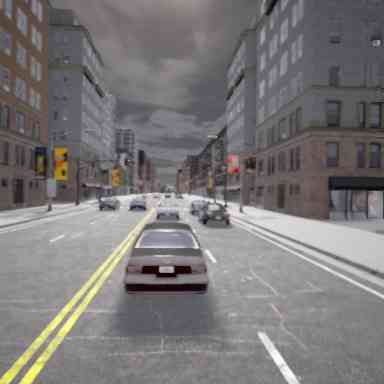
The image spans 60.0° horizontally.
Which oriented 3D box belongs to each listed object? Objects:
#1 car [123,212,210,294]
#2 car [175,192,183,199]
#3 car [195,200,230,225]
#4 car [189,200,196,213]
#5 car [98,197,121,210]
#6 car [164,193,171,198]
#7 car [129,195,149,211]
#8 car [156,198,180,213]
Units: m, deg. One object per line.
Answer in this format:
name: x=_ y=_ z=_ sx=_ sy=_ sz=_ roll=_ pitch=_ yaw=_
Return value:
car: x=-0.658 y=1.516 z=8.826 sx=2.033 sy=1.411 sz=5.357 roll=1 pitch=0 yaw=-4
car: x=-3.450 y=1.319 z=92.815 sx=1.895 sy=1.301 sz=4.718 roll=1 pitch=0 yaw=-4
car: x=1.531 y=1.506 z=23.942 sx=1.812 sy=1.442 sz=4.674 roll=1 pitch=0 yaw=-5
car: x=0.752 y=1.497 z=33.502 sx=2.033 sy=1.411 sz=5.357 roll=1 pitch=0 yaw=-4
car: x=-9.365 y=1.305 z=38.336 sx=2.033 sy=1.411 sz=5.357 roll=1 pitch=0 yaw=-4
car: x=-6.688 y=1.144 z=92.555 sx=1.882 sy=1.535 sz=5.008 roll=1 pitch=0 yaw=-4
car: x=-6.120 y=1.364 z=38.496 sx=2.033 sy=1.411 sz=5.357 roll=1 pitch=0 yaw=-4
car: x=-2.072 y=1.507 z=28.776 sx=1.895 sy=1.301 sz=4.718 roll=1 pitch=0 yaw=-4
